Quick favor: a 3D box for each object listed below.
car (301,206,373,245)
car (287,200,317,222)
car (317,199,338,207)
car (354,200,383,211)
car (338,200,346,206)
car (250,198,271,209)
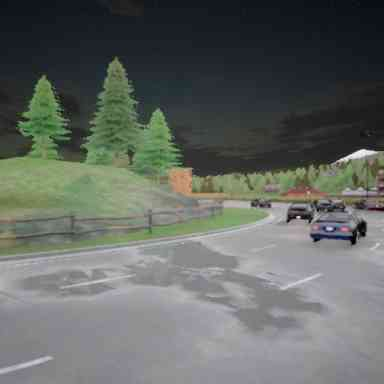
[{"bbox_3d":[7.169,1.600,16.030,2.033,1.411,5.357,0,0,34],"label":"car"},{"bbox_3d":[8.751,1.609,26.715,1.837,1.490,4.892,1,0,22],"label":"car"},{"bbox_3d":[14.725,1.642,38.288,1.837,1.490,4.892,0,0,4],"label":"car"},{"bbox_3d":[21.826,1.677,41.244,1.994,1.385,4.181,0,0,-1],"label":"car"},{"bbox_3d":[18.227,1.669,43.245,1.812,1.442,4.674,0,0,-2],"label":"car"},{"bbox_3d":[10.230,1.731,49.892,1.837,1.490,4.892,0,0,-11],"label":"car"}]
